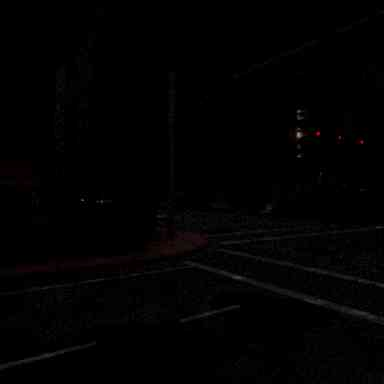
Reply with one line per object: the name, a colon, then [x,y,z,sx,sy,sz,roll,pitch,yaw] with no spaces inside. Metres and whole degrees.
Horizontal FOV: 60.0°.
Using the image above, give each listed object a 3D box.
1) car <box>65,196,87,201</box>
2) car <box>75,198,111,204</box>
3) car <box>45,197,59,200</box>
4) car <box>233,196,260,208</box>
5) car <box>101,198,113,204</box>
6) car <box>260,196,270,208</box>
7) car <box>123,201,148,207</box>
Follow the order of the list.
car: [-19.608,1.462,55.200,2.097,1.767,4.553,1,0,-36]
car: [-11.322,1.677,37.641,1.895,1.301,4.718,1,0,-36]
car: [-22.631,1.581,53.411,1.882,1.535,5.008,1,0,-36]
car: [8.041,1.493,51.280,1.905,1.878,3.866,1,0,-36]
car: [-14.255,1.676,53.867,1.812,1.442,4.674,1,0,-35]
car: [10.433,1.524,52.992,1.905,1.878,3.866,1,0,-36]
car: [-6.359,1.677,36.757,1.994,1.385,4.181,1,0,-36]
